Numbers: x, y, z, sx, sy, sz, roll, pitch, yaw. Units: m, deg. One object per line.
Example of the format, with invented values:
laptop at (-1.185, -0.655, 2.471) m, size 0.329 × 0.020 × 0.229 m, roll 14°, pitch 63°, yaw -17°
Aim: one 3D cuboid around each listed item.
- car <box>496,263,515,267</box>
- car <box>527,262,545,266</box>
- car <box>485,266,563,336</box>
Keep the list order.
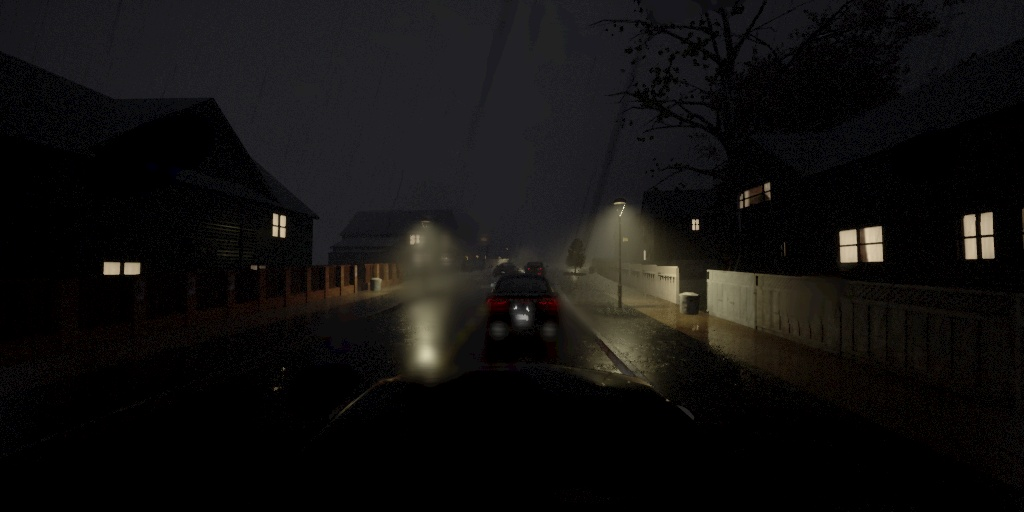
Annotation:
car at (-0.545, 1.320, 33.870) m, size 1.994 × 1.385 × 4.181 m, roll 0°, pitch 0°, yaw 8°
car at (2.101, 1.248, 31.436) m, size 1.837 × 1.490 × 4.892 m, roll 0°, pitch 0°, yaw 7°
car at (0.345, 1.231, 10.477) m, size 1.882 × 1.535 × 5.008 m, roll 0°, pitch 0°, yaw 2°
